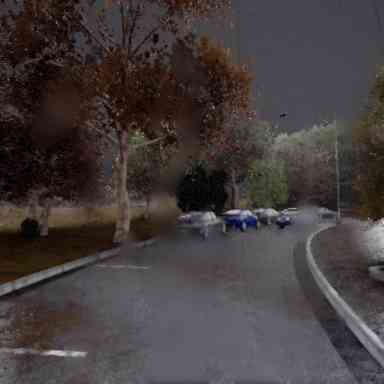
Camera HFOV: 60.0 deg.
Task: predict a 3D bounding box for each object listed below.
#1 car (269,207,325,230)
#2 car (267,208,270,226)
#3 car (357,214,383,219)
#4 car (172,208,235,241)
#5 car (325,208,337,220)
[{"bbox_3d":[7.849,1.956,24.472,2.033,1.411,5.357,-3,-3,34],"label":"car"},{"bbox_3d":[9.980,2.306,33.038,2.097,1.535,5.008,-4,-4,43],"label":"car"},{"bbox_3d":[20.896,2.341,37.165,4.674,1.442,1.812,1,-4,-34],"label":"car"},{"bbox_3d":[0.517,1.793,18.837,2.231,1.521,4.892,-2,-1,22],"label":"car"},{"bbox_3d":[14.201,2.453,36.926,4.892,1.521,2.231,2,-5,-38],"label":"car"}]
